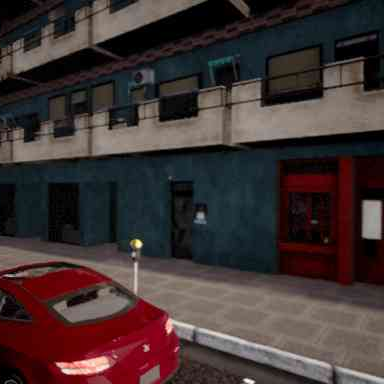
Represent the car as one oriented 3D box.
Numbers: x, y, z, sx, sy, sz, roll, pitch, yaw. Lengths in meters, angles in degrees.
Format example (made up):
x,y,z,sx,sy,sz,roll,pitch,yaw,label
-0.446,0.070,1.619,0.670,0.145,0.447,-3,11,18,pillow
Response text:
x,y,z,sx,sy,sz,roll,pitch,yaw,label
-2.092,1.605,4.354,4.206,1.307,1.802,0,1,35,car
